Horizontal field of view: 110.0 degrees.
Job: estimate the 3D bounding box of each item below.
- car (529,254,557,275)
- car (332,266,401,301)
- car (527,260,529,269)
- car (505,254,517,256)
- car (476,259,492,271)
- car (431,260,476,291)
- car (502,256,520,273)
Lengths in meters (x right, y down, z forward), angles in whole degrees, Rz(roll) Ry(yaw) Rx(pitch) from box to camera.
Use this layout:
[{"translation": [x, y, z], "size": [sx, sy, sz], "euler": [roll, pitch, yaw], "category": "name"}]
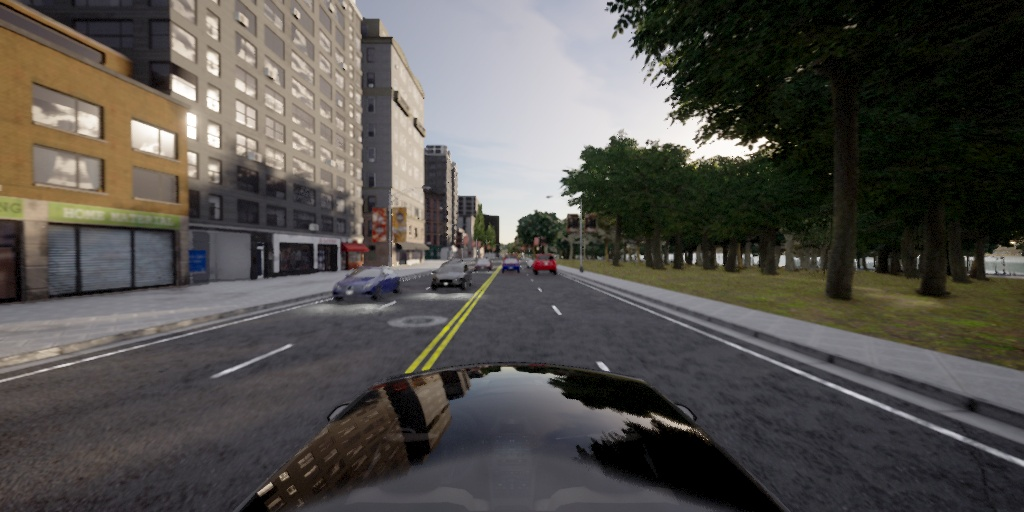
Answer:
[{"translation": [3.239, 0.792, 36.423], "size": [2.150, 2.045, 5.566], "euler": [0, 0, 0], "category": "car"}, {"translation": [-6.637, 1.209, 16.962], "size": [1.812, 1.442, 4.674], "euler": [0, 0, 0], "category": "car"}, {"translation": [3.103, 1.016, 51.200], "size": [1.812, 1.442, 4.674], "euler": [0, 0, 0], "category": "car"}, {"translation": [-0.147, 0.724, 50.143], "size": [2.150, 2.045, 5.566], "euler": [0, 1, 0], "category": "car"}, {"translation": [-3.386, 1.068, 43.535], "size": [1.812, 1.442, 4.674], "euler": [0, 0, 0], "category": "car"}, {"translation": [-3.393, 1.164, 20.818], "size": [1.837, 1.490, 4.892], "euler": [0, 0, 0], "category": "car"}, {"translation": [-0.114, 1.036, 39.464], "size": [1.882, 1.535, 5.008], "euler": [0, 0, 0], "category": "car"}]
